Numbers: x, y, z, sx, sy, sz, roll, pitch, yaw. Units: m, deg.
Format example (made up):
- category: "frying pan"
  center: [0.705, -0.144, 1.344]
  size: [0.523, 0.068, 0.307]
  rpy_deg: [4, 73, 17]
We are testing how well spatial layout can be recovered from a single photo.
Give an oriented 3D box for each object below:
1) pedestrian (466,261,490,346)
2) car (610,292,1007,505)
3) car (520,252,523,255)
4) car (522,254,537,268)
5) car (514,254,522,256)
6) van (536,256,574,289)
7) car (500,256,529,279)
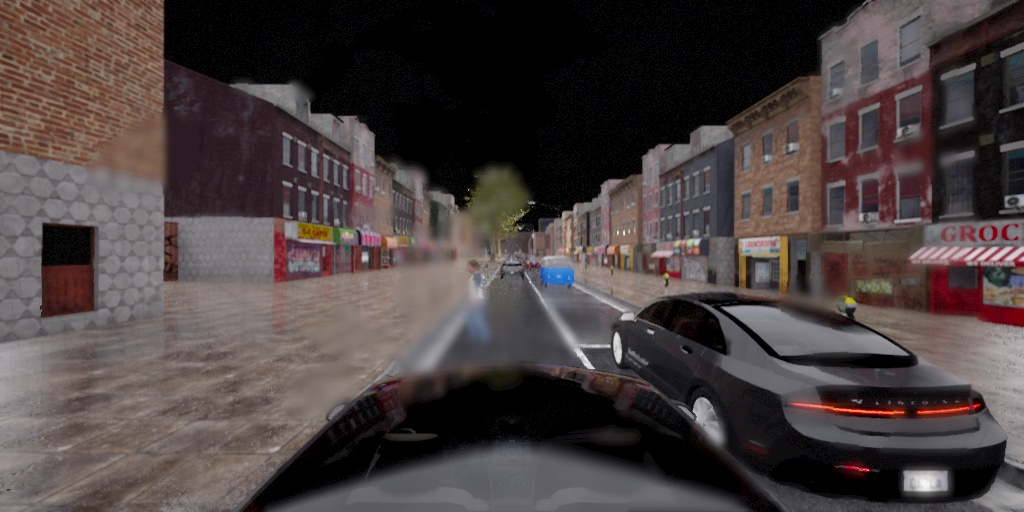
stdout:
- category: "pedestrian"
  center: [-0.732, 0.997, 7.744]
  size: [0.375, 1.860, 0.375]
  rpy_deg: [0, 0, 0]
- category: "car"
  center: [2.745, 1.232, 4.801]
  size: [1.837, 1.490, 4.892]
  rpy_deg: [0, 0, 0]
- category: "car"
  center: [2.547, 0.583, 49.077]
  size: [2.192, 1.841, 5.009]
  rpy_deg: [0, 0, 0]
- category: "car"
  center: [2.558, 0.777, 43.535]
  size: [1.967, 1.591, 4.097]
  rpy_deg: [0, 0, 0]
- category: "car"
  center: [0.011, 0.859, 45.627]
  size: [2.033, 1.411, 5.357]
  rpy_deg: [0, 1, 0]
- category: "van"
  center: [2.601, 0.921, 21.368]
  size: [1.690, 1.789, 3.998]
  rpy_deg: [0, 0, 0]
- category: "car"
  center: [0.037, 0.995, 29.036]
  size: [2.128, 1.511, 4.902]
  rpy_deg: [0, 1, 0]
